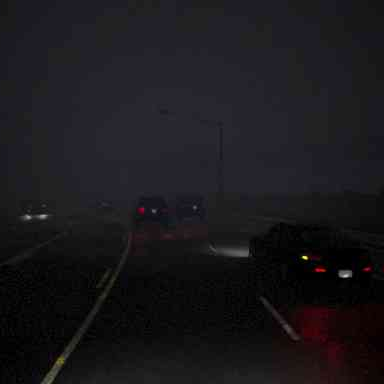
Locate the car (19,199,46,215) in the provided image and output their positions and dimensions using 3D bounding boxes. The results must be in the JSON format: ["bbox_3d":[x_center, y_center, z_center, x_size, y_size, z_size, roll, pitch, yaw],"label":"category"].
[{"bbox_3d":[-18.438,1.628,38.321,2.097,1.767,4.553,-1,0,-38],"label":"car"}]

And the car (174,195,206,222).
[{"bbox_3d":[-0.623,1.272,27.406,2.150,2.045,5.566,0,0,-18],"label":"car"}]

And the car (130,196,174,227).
[{"bbox_3d":[-3.095,1.293,23.537,2.150,2.045,5.566,0,0,-15],"label":"car"}]

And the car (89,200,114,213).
[{"bbox_3d":[-10.988,1.654,40.220,2.128,1.511,4.902,-1,0,-33],"label":"car"}]

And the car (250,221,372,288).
[{"bbox_3d":[2.988,1.535,9.214,1.812,1.442,4.674,0,0,-5],"label":"car"}]
